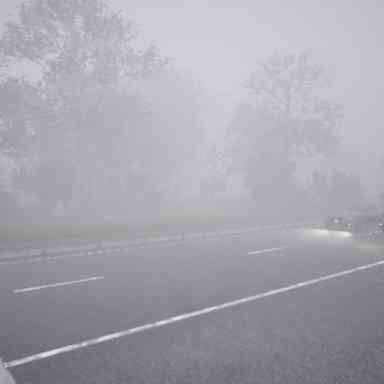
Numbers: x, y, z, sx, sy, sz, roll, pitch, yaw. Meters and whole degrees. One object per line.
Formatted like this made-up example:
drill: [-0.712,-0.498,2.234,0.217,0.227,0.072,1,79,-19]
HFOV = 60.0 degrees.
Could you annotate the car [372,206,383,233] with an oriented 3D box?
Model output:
car: [11.473,1.052,16.341,5.566,2.045,2.150,-1,0,-35]

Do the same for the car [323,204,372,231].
car: [9.453,1.385,19.199,4.181,1.385,1.994,-1,0,-35]

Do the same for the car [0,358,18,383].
car: [-3.319,1.617,1.381,4.718,1.301,1.895,-1,0,-35]
